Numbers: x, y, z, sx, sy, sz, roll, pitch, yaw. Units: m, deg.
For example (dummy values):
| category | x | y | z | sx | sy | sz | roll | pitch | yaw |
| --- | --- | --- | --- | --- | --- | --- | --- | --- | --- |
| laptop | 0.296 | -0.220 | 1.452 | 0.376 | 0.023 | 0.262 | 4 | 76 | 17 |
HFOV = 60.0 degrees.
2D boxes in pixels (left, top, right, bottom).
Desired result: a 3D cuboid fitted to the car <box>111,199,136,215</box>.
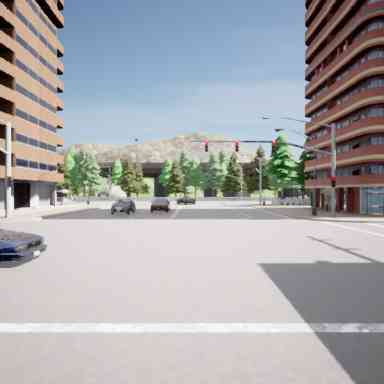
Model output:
| category | x | y | z | sx | sy | sz | roll | pitch | yaw |
| --- | --- | --- | --- | --- | --- | --- | --- | --- | --- |
| car | -7.055 | 1.494 | 34.445 | 2.128 | 1.511 | 4.902 | 0 | 0 | 0 |

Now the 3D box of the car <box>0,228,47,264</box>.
| category | x | y | z | sx | sy | sz | roll | pitch | yaw |
| --- | --- | --- | --- | --- | --- | --- | --- | --- | --- |
| car | -7.600 | 1.548 | 10.584 | 5.357 | 1.411 | 2.033 | 0 | 0 | 0 |

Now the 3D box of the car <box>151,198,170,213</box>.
| category | x | y | z | sx | sy | sz | roll | pitch | yaw |
| --- | --- | --- | --- | --- | --- | --- | --- | --- | --- |
| car | -3.533 | 1.480 | 37.766 | 1.882 | 1.535 | 5.008 | 0 | 0 | 0 |

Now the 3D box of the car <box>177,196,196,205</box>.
| category | x | y | z | sx | sy | sz | roll | pitch | yaw |
| --- | --- | --- | --- | --- | --- | --- | --- | --- | --- |
| car | -1.067 | 1.483 | 59.011 | 2.128 | 1.511 | 4.902 | 0 | 0 | -27 |
